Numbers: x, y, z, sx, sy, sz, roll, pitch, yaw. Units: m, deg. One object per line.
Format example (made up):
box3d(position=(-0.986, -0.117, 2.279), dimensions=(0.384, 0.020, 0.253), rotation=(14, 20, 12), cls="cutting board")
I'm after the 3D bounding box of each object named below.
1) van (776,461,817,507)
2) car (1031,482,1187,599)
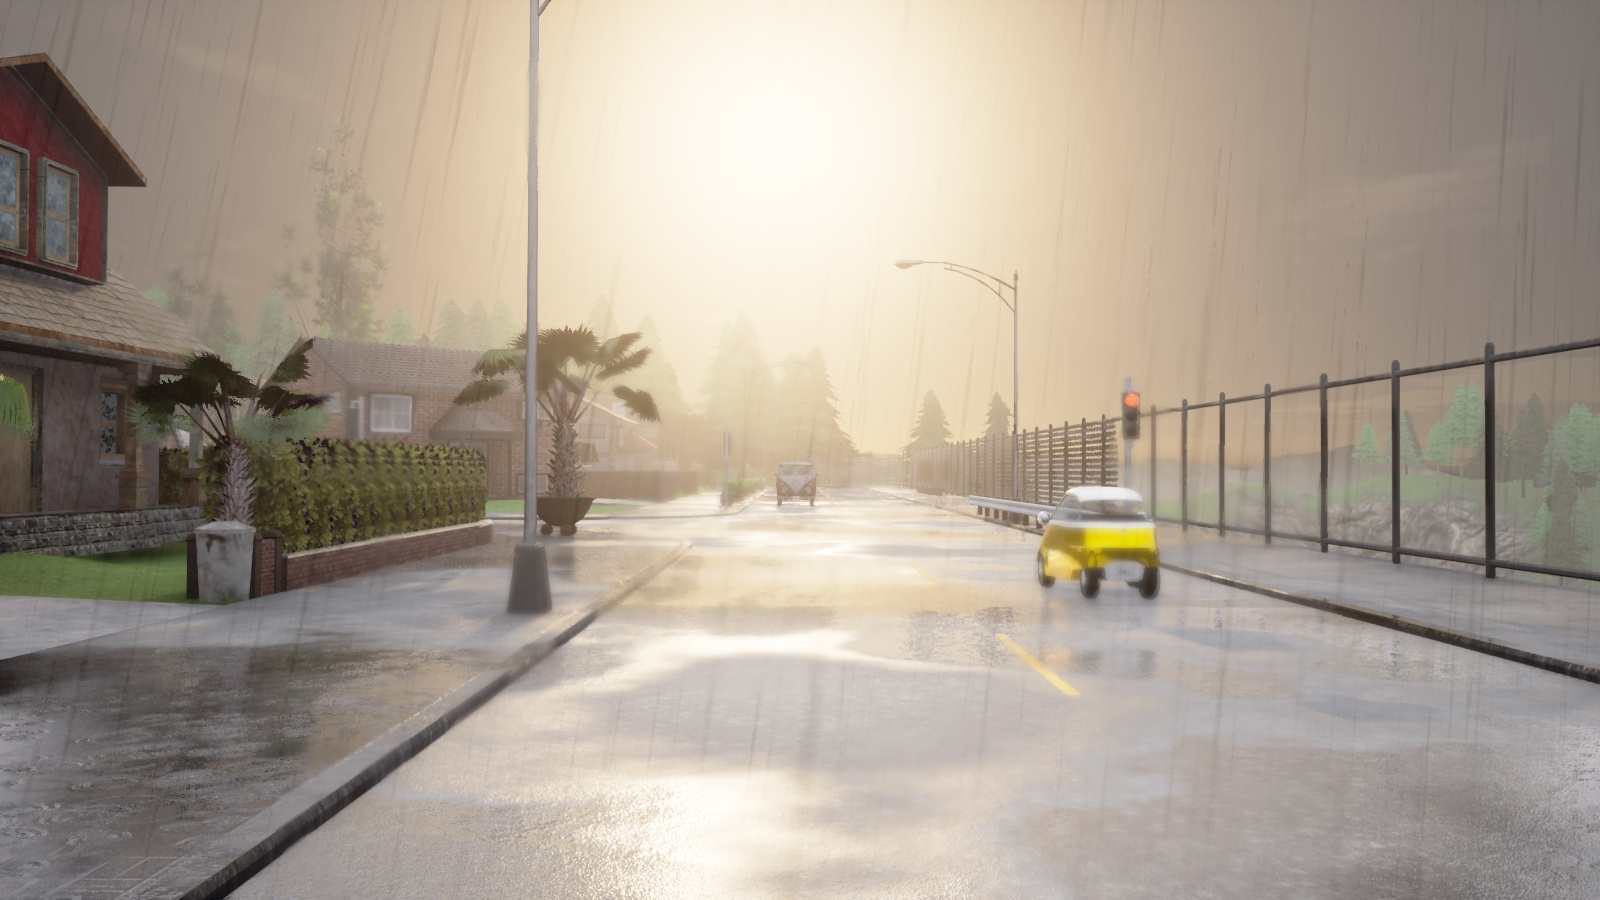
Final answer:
box3d(position=(-0.157, 1.509, 56.159), dimensions=(1.775, 1.987, 4.442), rotation=(0, -1, 0), cls="van")
box3d(position=(3.959, 1.128, 16.375), dimensions=(1.481, 1.376, 2.207), rotation=(0, -1, 0), cls="car")
